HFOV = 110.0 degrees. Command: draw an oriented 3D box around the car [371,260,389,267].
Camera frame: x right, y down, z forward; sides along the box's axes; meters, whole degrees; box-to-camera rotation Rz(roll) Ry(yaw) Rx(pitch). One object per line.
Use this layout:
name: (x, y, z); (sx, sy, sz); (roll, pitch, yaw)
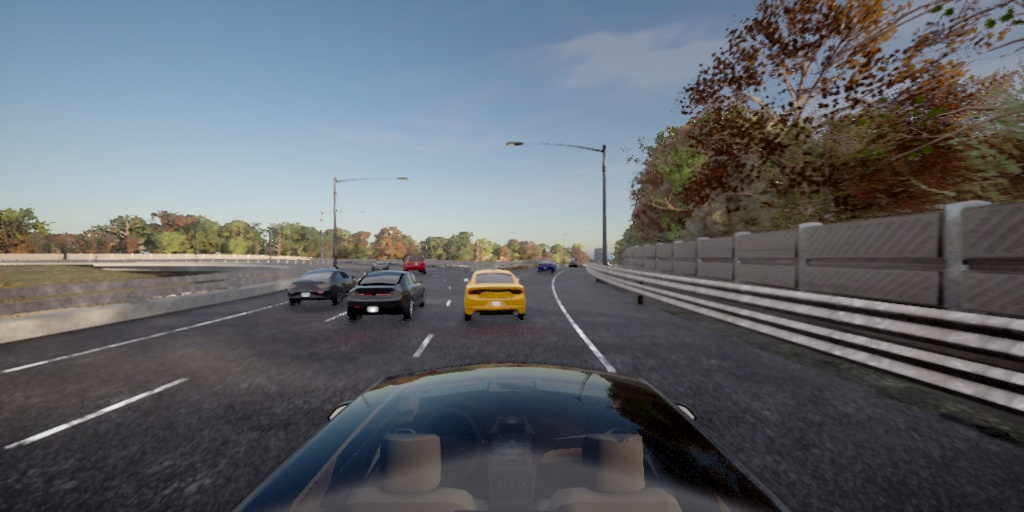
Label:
car: (-16.075, 1.279, 43.613); (2.128, 1.511, 4.902); (0, 0, -23)

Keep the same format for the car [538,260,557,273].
car: (4.303, 1.198, 43.282); (1.882, 1.535, 5.008); (0, 0, 12)

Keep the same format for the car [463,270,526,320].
car: (-0.703, 1.226, 12.807); (1.882, 1.535, 5.008); (0, 0, -6)

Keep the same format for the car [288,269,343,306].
car: (-8.125, 1.297, 15.874); (1.812, 1.442, 4.674); (0, 0, -8)

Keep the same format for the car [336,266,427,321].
car: (-4.192, 1.265, 12.561); (1.837, 1.490, 4.892); (0, 0, -6)

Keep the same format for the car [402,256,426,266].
car: (-11.352, 0.994, 41.487); (2.150, 2.045, 5.566); (0, 0, -21)
